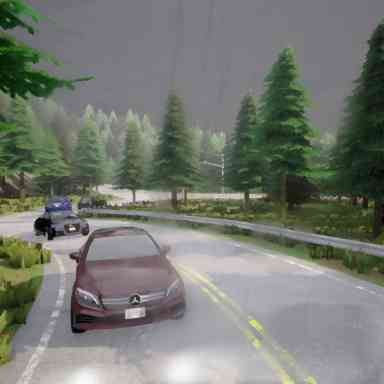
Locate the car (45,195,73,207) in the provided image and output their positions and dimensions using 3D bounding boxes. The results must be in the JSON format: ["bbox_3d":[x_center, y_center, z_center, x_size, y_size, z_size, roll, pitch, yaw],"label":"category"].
[{"bbox_3d":[-12.875,1.326,32.235,2.150,2.045,5.566,-1,0,-18],"label":"car"}]

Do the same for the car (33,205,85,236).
[{"bbox_3d":[-7.079,1.663,17.845,1.994,1.385,4.181,-4,2,-38],"label":"car"}]

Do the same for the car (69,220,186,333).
[{"bbox_3d":[-1.524,1.523,7.095,1.812,1.442,4.674,-2,0,-17],"label":"car"}]

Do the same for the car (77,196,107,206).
[{"bbox_3d":[-12.735,1.289,42.826,2.097,1.767,4.553,2,2,13],"label":"car"}]
